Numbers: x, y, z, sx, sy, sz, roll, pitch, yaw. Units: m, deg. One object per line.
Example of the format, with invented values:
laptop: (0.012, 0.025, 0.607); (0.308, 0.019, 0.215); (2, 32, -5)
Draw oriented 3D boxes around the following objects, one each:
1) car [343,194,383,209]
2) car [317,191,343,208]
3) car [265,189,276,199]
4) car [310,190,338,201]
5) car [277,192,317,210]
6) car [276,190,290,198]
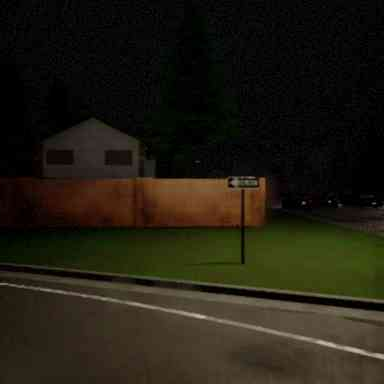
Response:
car: (17.113, 0.897, 33.910); (2.033, 1.411, 5.357); (0, 1, -2)
car: (13.574, 0.897, 34.968); (1.994, 1.385, 4.181); (0, 1, -2)
car: (12.746, 0.245, 58.710); (2.097, 1.767, 4.553); (0, 1, -2)
car: (20.026, 0.526, 50.687); (2.128, 1.511, 4.902); (0, 1, -2)
car: (10.160, 0.947, 32.451); (1.994, 1.385, 4.181); (0, 1, -2)
car: (16.233, 0.372, 59.121); (2.128, 1.511, 4.902); (0, 1, -2)
